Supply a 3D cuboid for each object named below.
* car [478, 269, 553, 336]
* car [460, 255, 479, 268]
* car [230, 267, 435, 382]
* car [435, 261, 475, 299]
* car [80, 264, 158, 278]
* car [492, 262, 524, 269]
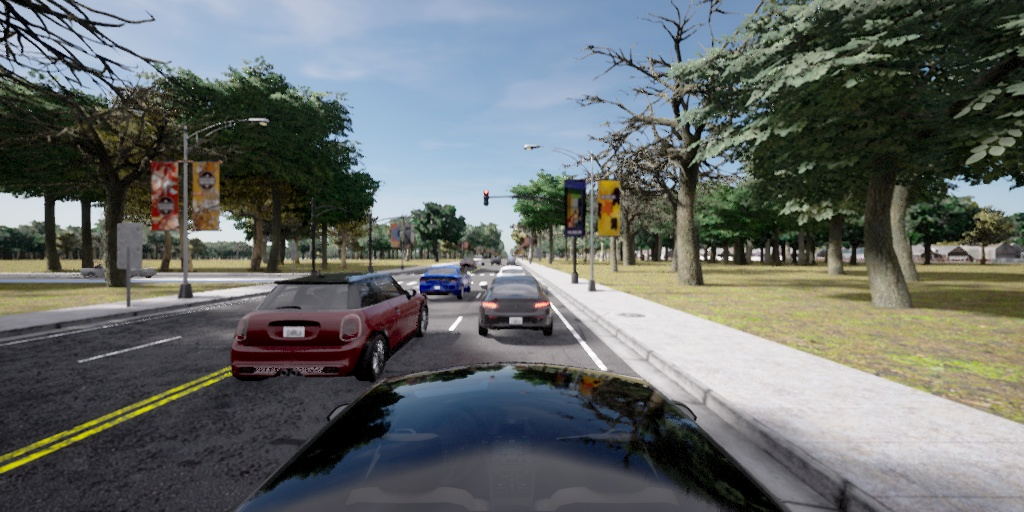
[{"bbox_3d":[0.083,1.262,10.230,1.812,1.442,4.674,0,0,0],"label":"car"},{"bbox_3d":[-6.689,1.032,54.467,2.097,1.767,4.553,0,0,0],"label":"car"},{"bbox_3d":[-3.161,1.097,7.298,2.097,1.767,4.553,0,1,0],"label":"car"},{"bbox_3d":[-3.183,1.202,17.852,1.882,1.535,5.008,0,0,1],"label":"car"},{"bbox_3d":[-32.786,1.272,30.036,4.718,1.301,1.895,0,0,0],"label":"car"},{"bbox_3d":[0.028,1.248,19.332,1.812,1.442,4.674,0,0,0],"label":"car"}]
